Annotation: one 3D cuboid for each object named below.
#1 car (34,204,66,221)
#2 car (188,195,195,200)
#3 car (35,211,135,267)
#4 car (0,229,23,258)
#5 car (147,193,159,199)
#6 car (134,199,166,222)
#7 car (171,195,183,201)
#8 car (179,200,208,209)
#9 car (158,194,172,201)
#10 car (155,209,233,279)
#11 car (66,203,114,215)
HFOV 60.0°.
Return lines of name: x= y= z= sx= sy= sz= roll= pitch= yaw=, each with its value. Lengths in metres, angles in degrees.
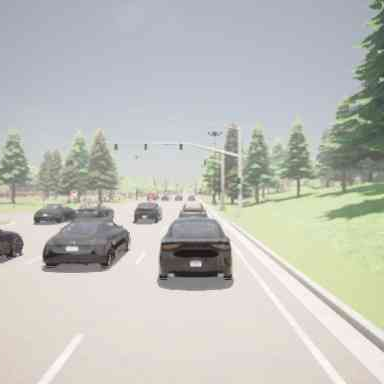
car: x=-10.427 y=1.610 z=25.647 sx=1.994 sy=1.385 sz=4.181 roll=0 pitch=0 yaw=0
car: x=-0.092 y=1.703 z=87.841 sx=1.994 sy=1.385 sz=4.181 roll=0 pitch=0 yaw=0
car: x=-3.413 y=1.585 z=11.472 sx=1.994 sy=1.385 sz=4.181 roll=0 pitch=0 yaw=0
car: x=-6.918 y=1.543 z=9.891 sx=1.812 sy=1.442 sz=4.674 roll=0 pitch=0 yaw=0
car: x=-10.592 y=1.374 z=87.444 sx=2.150 sy=2.045 sz=5.566 roll=0 pitch=0 yaw=0
car: x=-3.428 y=1.552 z=26.448 sx=1.837 sy=1.490 sz=4.892 roll=0 pitch=0 yaw=0
car: x=-3.592 y=1.674 z=87.421 sx=2.128 sy=1.511 sz=4.902 roll=0 pitch=0 yaw=0
car: x=0.076 y=1.535 z=23.454 sx=2.128 sy=1.511 sz=4.902 roll=0 pitch=0 yaw=0
car: x=-7.092 y=1.649 z=87.417 sx=1.837 sy=1.490 sz=4.892 roll=0 pitch=0 yaw=0
car: x=0.093 y=1.496 z=10.112 sx=1.882 sy=1.535 sz=5.008 roll=0 pitch=0 yaw=0
car: x=-6.924 y=1.535 z=23.928 sx=2.128 sy=1.511 sz=4.902 roll=0 pitch=0 yaw=0
